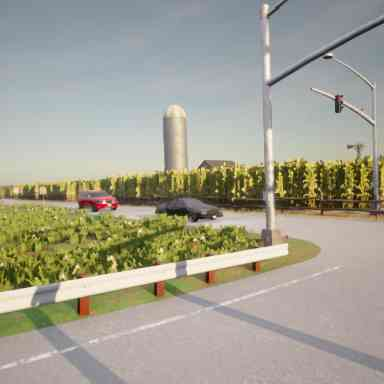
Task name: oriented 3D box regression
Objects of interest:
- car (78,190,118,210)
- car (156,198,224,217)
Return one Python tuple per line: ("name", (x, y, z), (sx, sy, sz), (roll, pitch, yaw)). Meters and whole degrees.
("car", (-9.370, 0.855, 32.689), (2.150, 2.045, 5.566), (-3, 2, -40))
("car", (-0.378, 1.129, 22.093), (2.033, 1.411, 5.357), (-3, 2, -40))
